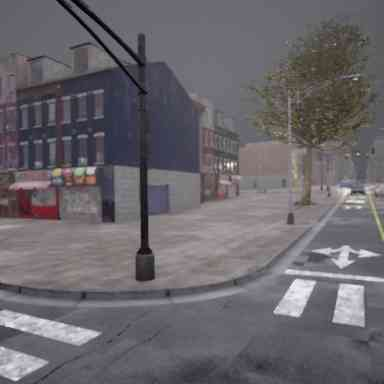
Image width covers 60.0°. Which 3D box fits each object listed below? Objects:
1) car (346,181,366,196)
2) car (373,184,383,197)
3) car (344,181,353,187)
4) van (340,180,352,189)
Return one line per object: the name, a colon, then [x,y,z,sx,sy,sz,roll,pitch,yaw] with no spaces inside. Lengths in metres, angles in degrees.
car: [22.203,-0.357,44.471,2.033,1.411,5.357,-1,3,27]
car: [23.388,-0.231,40.656,1.812,1.442,4.674,-1,3,27]
car: [39.211,-1.993,83.494,1.887,1.381,4.507,1,3,27]
van: [30.631,-1.517,66.675,1.690,1.788,3.998,1,3,27]
